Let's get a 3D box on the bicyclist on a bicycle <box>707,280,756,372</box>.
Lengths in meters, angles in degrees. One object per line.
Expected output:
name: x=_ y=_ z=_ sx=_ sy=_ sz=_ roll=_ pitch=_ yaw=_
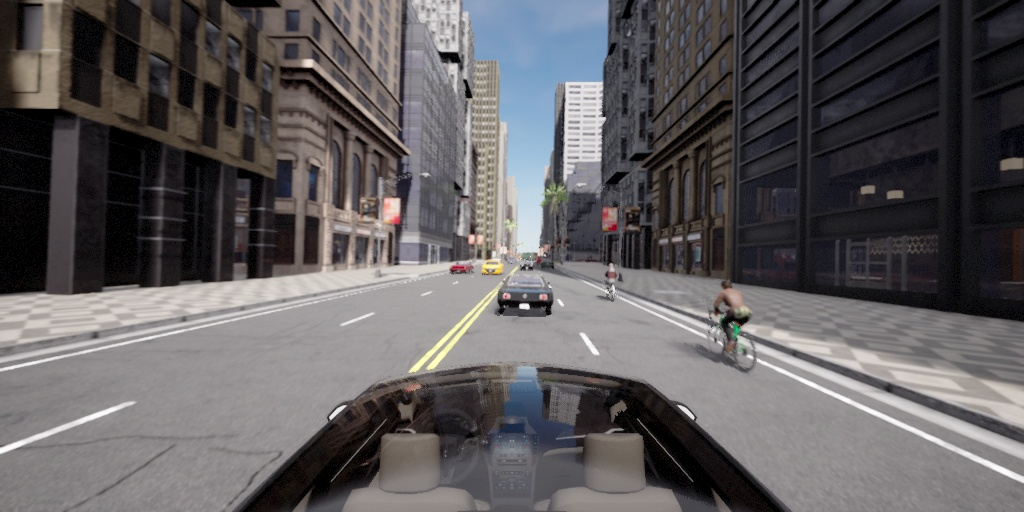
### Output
bicyclist on a bicycle: x=4.271 y=1.307 z=7.037 sx=0.582 sy=1.620 sz=1.656 roll=1 pitch=0 yaw=3

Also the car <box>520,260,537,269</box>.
car: x=2.139 y=1.303 z=50.523 sx=1.895 sy=1.301 sz=4.718 roll=1 pitch=0 yaw=3

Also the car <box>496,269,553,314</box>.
car: x=0.524 y=1.363 z=13.950 sx=1.895 sy=1.301 sz=4.718 roll=1 pitch=0 yaw=3

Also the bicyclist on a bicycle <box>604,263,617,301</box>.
bicyclist on a bicycle: x=4.726 y=1.230 z=17.294 sx=0.659 sy=1.776 sz=1.843 roll=1 pitch=0 yaw=3

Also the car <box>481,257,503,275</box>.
car: x=-1.927 y=1.137 z=36.462 sx=1.882 sy=1.535 sz=5.008 roll=1 pitch=0 yaw=3

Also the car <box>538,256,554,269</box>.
car: x=5.733 y=1.106 z=58.645 sx=2.097 sy=1.767 sz=4.553 roll=1 pitch=0 yaw=3

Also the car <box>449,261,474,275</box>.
car: x=-5.156 y=1.181 z=37.076 sx=1.895 sy=1.301 sz=4.718 roll=1 pitch=0 yaw=3
